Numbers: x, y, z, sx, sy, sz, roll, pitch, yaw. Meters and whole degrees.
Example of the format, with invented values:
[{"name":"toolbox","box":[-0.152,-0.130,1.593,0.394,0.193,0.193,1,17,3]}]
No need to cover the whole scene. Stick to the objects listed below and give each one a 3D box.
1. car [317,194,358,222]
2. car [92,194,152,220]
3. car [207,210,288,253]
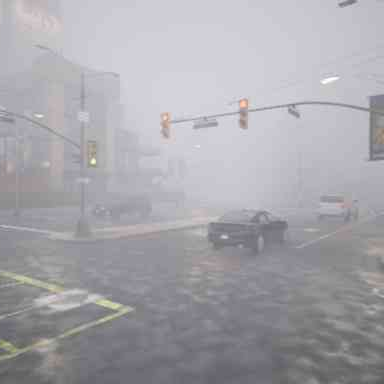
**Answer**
[{"name":"car","box":[11.649,1.208,26.468,2.150,2.045,5.566,0,0,36]},{"name":"car","box":[-5.786,1.181,28.265,2.150,2.045,5.566,0,0,36]},{"name":"car","box":[2.489,1.466,13.819,1.882,1.535,5.008,0,-1,33]}]
